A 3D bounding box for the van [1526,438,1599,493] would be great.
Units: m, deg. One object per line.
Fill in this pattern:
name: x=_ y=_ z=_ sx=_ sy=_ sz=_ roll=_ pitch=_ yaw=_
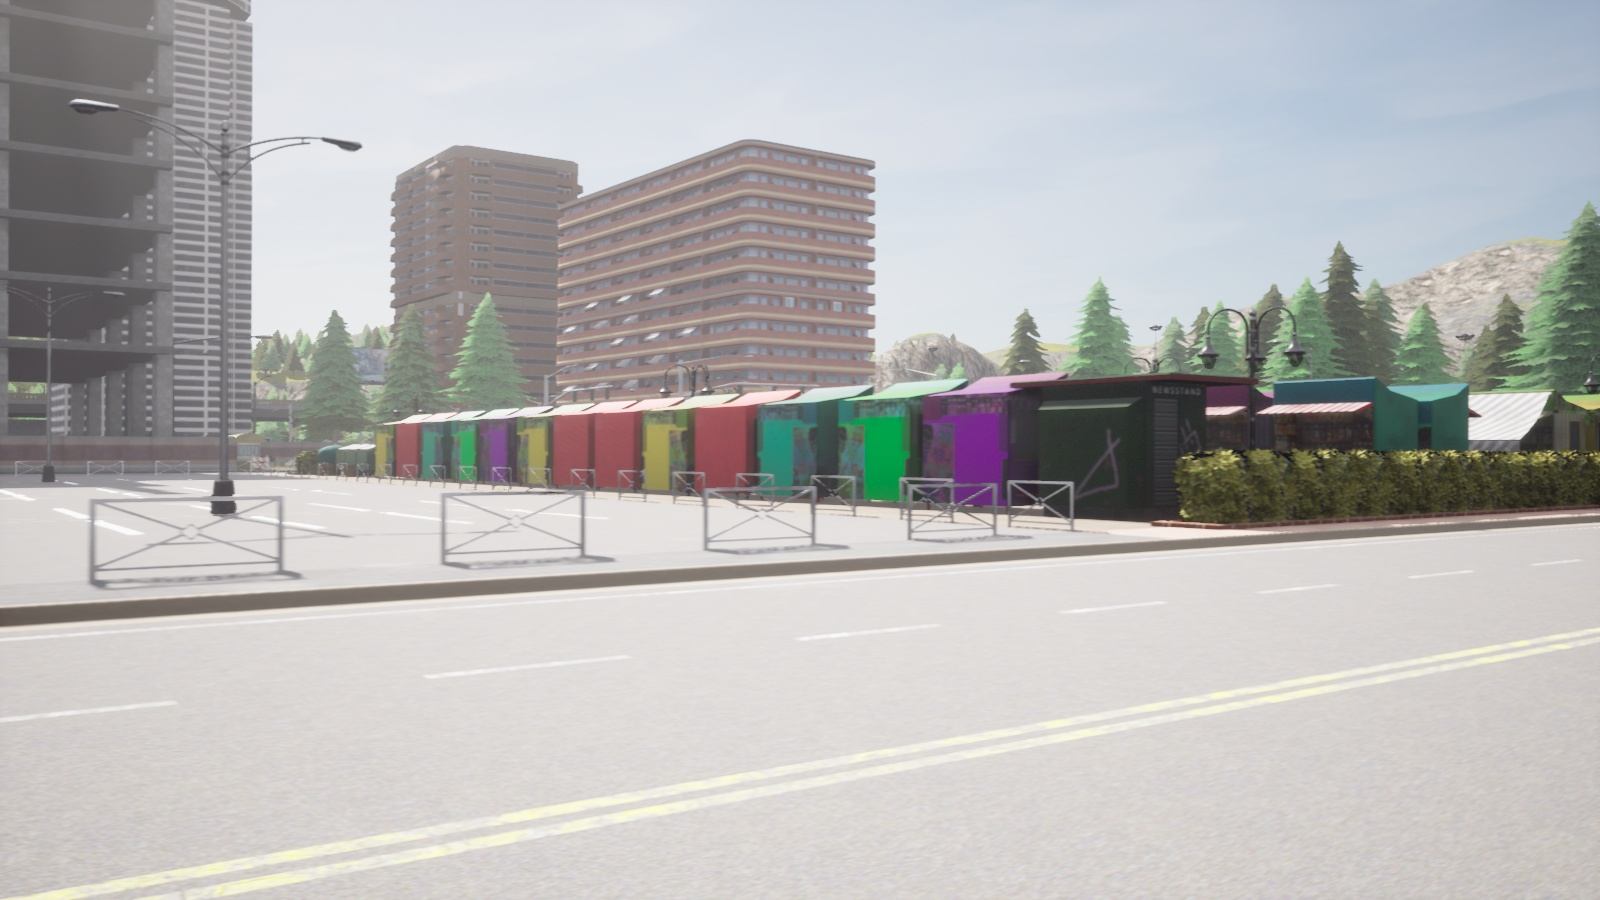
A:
van: x=29.309 y=0.548 z=45.924 sx=1.775 sy=1.987 sz=4.442 roll=0 pitch=0 yaw=-36
